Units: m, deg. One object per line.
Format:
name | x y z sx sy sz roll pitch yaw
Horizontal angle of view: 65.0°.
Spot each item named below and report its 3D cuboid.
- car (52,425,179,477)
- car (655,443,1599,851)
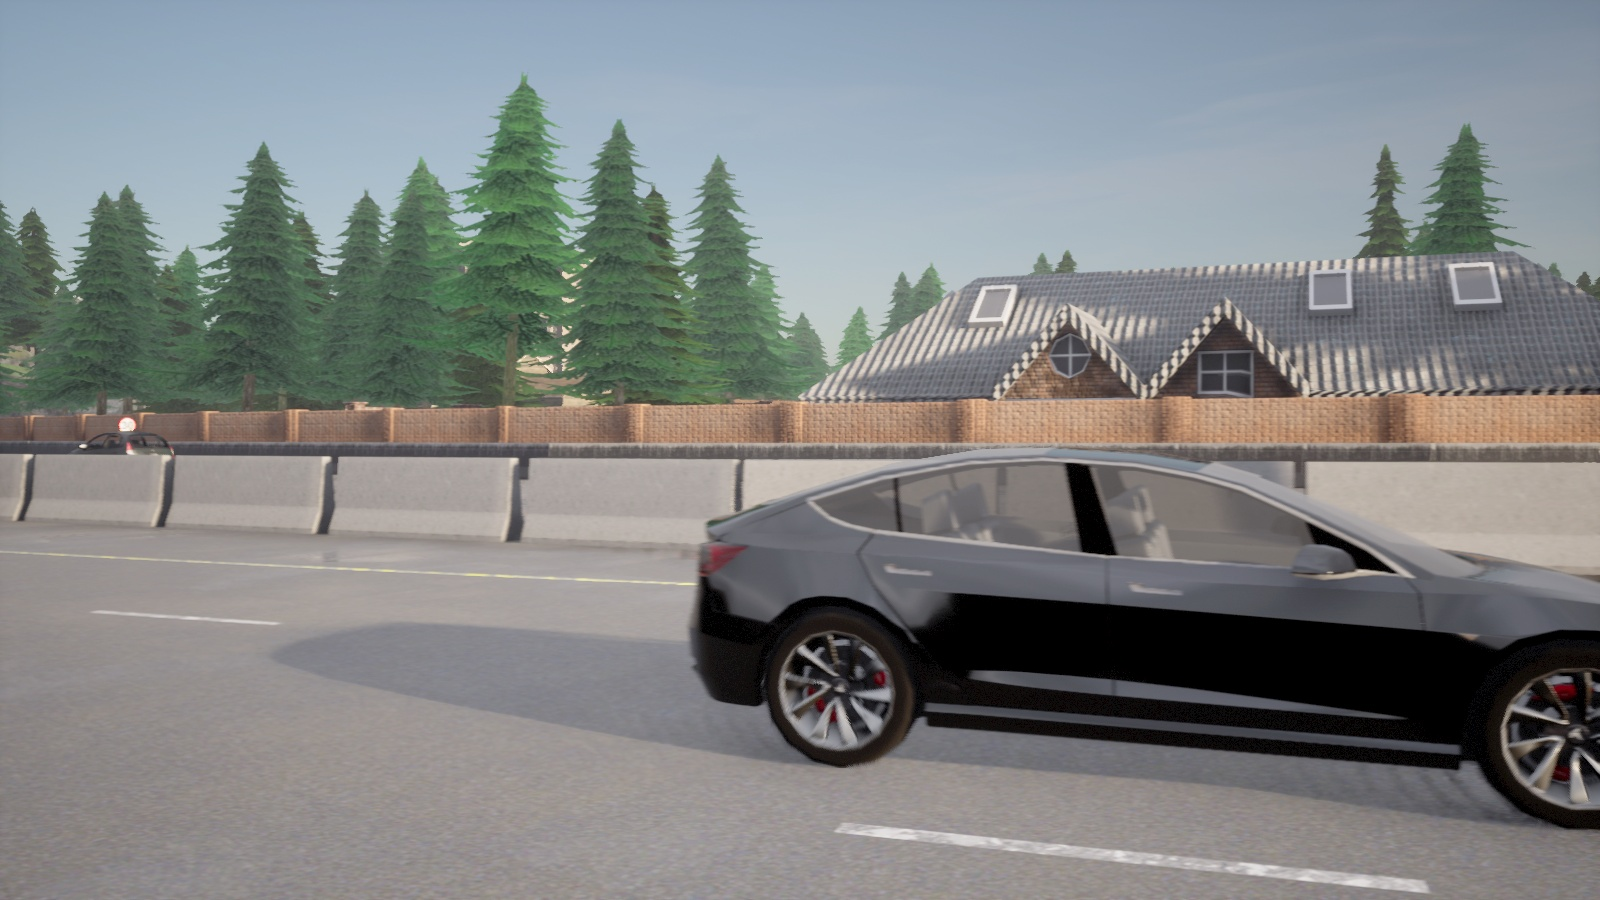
car | -22.038 -0.003 40.407 3.988 1.617 1.851 1 1 31
car | 1.929 0.735 6.210 4.792 1.488 2.163 1 1 19
